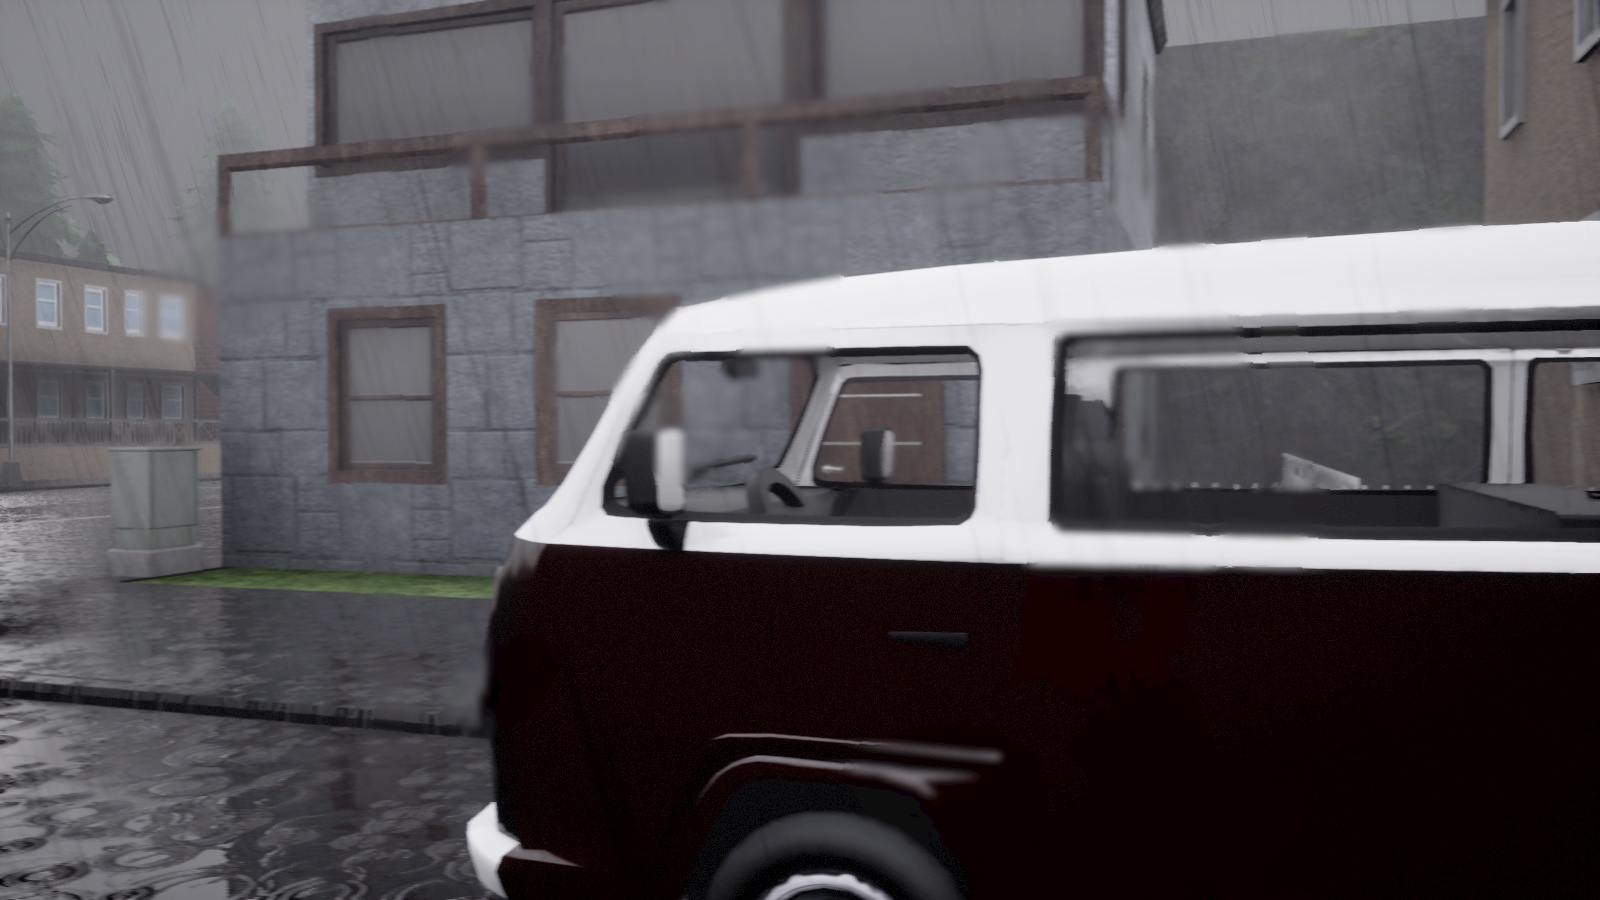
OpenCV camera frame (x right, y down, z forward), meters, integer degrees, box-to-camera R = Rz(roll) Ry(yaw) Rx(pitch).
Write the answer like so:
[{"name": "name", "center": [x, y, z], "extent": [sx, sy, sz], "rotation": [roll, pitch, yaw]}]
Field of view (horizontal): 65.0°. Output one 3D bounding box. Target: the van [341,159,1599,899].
[{"name": "van", "center": [1.362, 0.503, 3.259], "extent": [4.480, 2.038, 2.069], "rotation": [1, 1, 19]}]

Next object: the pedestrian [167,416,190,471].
[{"name": "pedestrian", "center": [-20.980, -0.221, 42.378], "extent": [0.331, 1.846, 0.634], "rotation": [1, 1, 18]}]
